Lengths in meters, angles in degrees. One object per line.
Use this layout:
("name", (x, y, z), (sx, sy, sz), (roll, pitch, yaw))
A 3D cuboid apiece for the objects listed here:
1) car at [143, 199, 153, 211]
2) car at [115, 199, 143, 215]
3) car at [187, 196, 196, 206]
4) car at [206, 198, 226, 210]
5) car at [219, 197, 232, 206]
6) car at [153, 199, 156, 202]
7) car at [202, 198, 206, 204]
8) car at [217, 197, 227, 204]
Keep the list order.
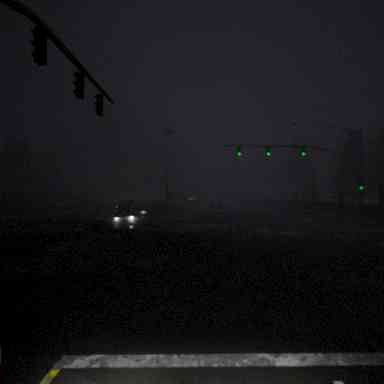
("car", (-7.122, 1.893, 46.560), (2.033, 1.411, 5.357), (0, 0, 0))
("car", (-7.116, 1.627, 36.961), (2.097, 1.767, 4.553), (0, 0, 0))
("car", (-0.049, 2.106, 67.969), (1.895, 1.301, 4.718), (0, 0, 0))
("car", (3.563, 1.977, 50.583), (1.895, 1.301, 4.718), (0, 0, 0))
("car", (6.951, 1.980, 67.528), (1.882, 1.535, 5.008), (0, 0, 0))
("car", (-7.109, 1.952, 57.439), (1.812, 1.442, 4.674), (0, 0, 0))
("car", (3.444, 2.056, 77.766), (1.882, 1.535, 5.008), (0, 0, 0))
("car", (6.944, 1.936, 77.948), (1.812, 1.442, 4.674), (0, 0, 0))
